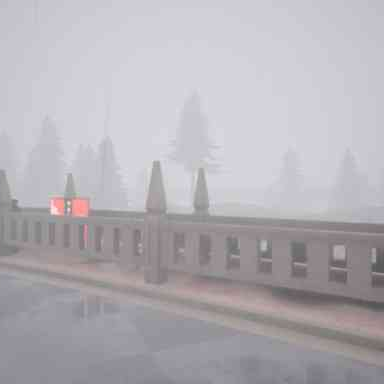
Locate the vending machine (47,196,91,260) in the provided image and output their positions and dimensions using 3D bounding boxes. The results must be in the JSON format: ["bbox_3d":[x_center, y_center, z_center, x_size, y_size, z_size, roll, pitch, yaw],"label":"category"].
[{"bbox_3d":[-4.286,1.184,11.640,0.880,2.100,1.100,1,0,30],"label":"vending machine"}]

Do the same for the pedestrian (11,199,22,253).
[{"bbox_3d":[-6.042,1.130,11.292,0.375,1.860,0.375,1,1,29],"label":"pedestrian"}]
